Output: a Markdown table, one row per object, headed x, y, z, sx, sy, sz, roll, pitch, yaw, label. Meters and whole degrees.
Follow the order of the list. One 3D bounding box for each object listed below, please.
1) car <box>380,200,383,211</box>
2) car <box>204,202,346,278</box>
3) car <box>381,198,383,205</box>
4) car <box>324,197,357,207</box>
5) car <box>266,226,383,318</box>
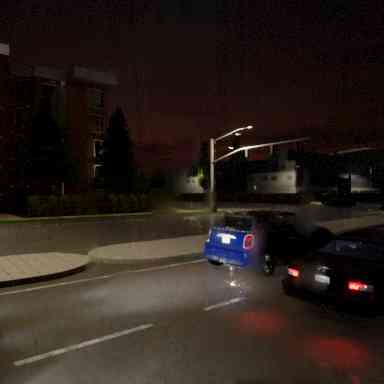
| x | y | z | sx | sy | sz | roll | pitch | yaw | label |
| --- | --- | --- | --- | --- | --- | --- | --- | --- | --- |
| 24.000 | 1.490 | 39.329 | 4.902 | 1.511 | 2.128 | 0 | 0 | -40 | car |
| 2.598 | 1.352 | 10.478 | 4.553 | 1.767 | 2.097 | 0 | 0 | -38 | car |
| 34.203 | 1.598 | 56.577 | 4.718 | 1.301 | 1.895 | 0 | 0 | -38 | car |
| 21.722 | 1.491 | 48.821 | 4.902 | 1.511 | 2.128 | 0 | 0 | -13 | car |
| 4.221 | 1.547 | 7.297 | 5.357 | 1.411 | 2.033 | 0 | 0 | -38 | car |
